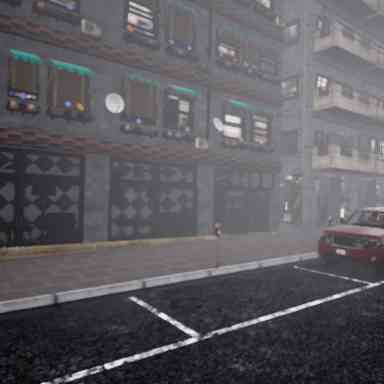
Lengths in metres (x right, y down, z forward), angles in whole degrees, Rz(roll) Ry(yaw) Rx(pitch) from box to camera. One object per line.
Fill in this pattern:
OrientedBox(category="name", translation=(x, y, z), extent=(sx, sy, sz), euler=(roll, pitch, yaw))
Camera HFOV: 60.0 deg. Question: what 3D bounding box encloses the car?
OrientedBox(category="car", translation=(6.356, 1.437, 11.075), extent=(5.009, 1.841, 2.192), euler=(1, 1, -35))
